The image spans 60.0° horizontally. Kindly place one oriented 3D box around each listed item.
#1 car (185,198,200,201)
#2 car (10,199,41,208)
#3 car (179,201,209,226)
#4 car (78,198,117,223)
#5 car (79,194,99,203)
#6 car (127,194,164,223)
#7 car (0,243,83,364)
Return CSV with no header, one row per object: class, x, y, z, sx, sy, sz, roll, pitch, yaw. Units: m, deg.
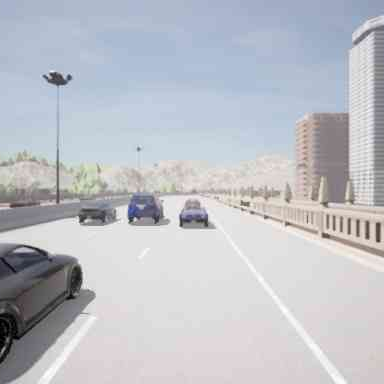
car,0.051,1.463,40.251,1.994,1.385,4.181,0,0,-1
car,-21.093,1.495,42.328,1.895,1.301,4.718,0,0,0
car,0.111,1.543,22.820,1.895,1.301,4.718,0,0,0
car,-6.891,1.443,24.669,1.837,1.490,4.892,0,0,0
car,-17.969,1.111,58.362,2.033,1.411,5.357,0,0,-2
car,-3.389,1.159,24.943,2.150,2.045,5.566,0,0,0
car,-3.397,1.549,5.675,1.994,1.385,4.181,0,0,0
